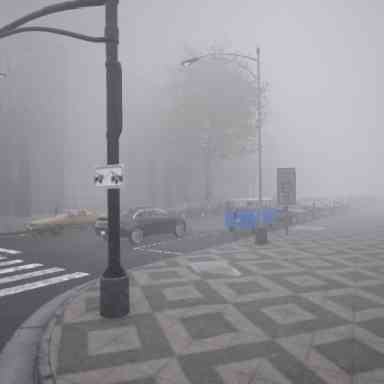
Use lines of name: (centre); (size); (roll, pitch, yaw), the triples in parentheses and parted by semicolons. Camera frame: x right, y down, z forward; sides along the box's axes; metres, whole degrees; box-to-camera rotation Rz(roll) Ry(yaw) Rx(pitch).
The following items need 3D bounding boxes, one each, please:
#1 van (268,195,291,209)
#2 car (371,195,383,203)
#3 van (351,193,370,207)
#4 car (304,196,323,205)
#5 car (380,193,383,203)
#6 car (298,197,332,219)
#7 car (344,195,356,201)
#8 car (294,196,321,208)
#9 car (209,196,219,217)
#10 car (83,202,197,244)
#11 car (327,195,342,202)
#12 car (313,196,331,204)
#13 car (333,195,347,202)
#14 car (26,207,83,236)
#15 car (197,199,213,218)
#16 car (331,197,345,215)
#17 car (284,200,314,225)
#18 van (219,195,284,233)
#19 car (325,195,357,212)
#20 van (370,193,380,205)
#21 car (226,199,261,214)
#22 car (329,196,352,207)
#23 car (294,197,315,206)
van: (11.842, 1.292, 44.751); (1.690, 1.788, 3.998); (-1, 0, 36)
car: (34.998, 1.303, 62.331); (1.947, 1.339, 4.313); (-1, -1, 36)
van: (22.348, 1.127, 44.757); (1.690, 1.788, 3.998); (-1, 0, 36)
car: (21.013, 1.440, 57.491); (1.752, 1.417, 4.829); (-1, -1, 36)
car: (31.935, 1.274, 58.075); (1.752, 1.417, 4.829); (-1, -1, 36)
car: (9.703, 1.385, 27.180); (1.887, 1.381, 4.507); (-1, 0, 36)
car: (39.508, 1.400, 83.193); (2.008, 1.369, 4.403); (-1, -1, 36)
car: (15.946, 1.386, 45.725); (2.128, 1.511, 4.902); (-1, -1, 36)
car: (2.575, 1.307, 31.872); (2.192, 1.841, 5.009); (-1, 0, 36)
car: (-2.179, 1.429, 15.400); (2.128, 1.511, 4.902); (-1, -1, 36)
car: (29.968, 1.432, 69.935); (2.008, 1.369, 4.403); (-1, -1, 36)
car: (24.202, 1.453, 61.922); (2.008, 1.369, 4.403); (-1, -1, 36)
car: (33.148, 1.415, 74.354); (1.887, 1.381, 4.507); (-1, -1, 36)
car: (-6.796, 1.564, 18.855); (1.752, 1.417, 4.829); (-1, 0, 36)
car: (-0.511, 1.552, 27.577); (1.887, 1.381, 4.507); (-1, 0, 36)
car: (12.866, 1.408, 31.574); (1.802, 1.307, 4.206); (-1, 0, 36)
car: (6.542, 1.422, 22.786); (1.947, 1.339, 4.313); (-1, 0, 36)
van: (3.378, 1.212, 18.393); (1.690, 1.788, 3.998); (-1, 0, 36)
car: (16.027, 1.363, 35.968); (2.008, 1.369, 4.403); (-1, 0, 36)
van: (28.671, 1.102, 53.545); (1.690, 1.788, 3.998); (-1, -1, 36)
car: (5.667, 1.529, 36.163); (2.008, 1.369, 4.403); (-1, 0, 36)
car: (21.788, 1.375, 48.706); (2.033, 1.411, 5.357); (-1, -1, 36)
car: (18.023, 1.492, 53.335); (1.947, 1.339, 4.313); (-1, 0, 36)
